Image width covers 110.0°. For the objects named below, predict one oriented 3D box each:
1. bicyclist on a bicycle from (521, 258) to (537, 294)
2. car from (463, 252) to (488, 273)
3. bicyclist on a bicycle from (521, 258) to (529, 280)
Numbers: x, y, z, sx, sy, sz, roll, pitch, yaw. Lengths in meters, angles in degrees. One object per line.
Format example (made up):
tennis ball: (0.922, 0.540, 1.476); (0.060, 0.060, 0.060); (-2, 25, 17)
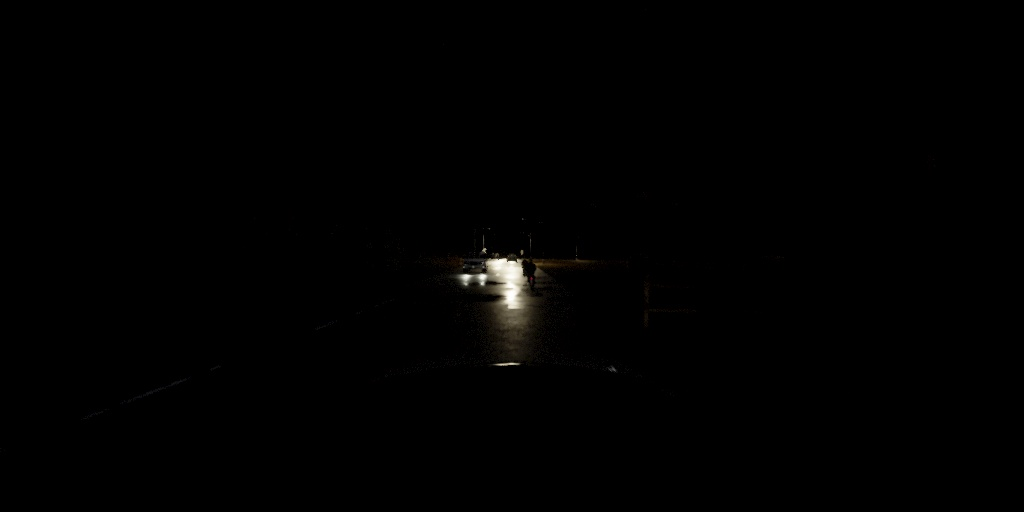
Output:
bicyclist on a bicycle: (0.968, 1.007, 18.461); (0.659, 1.776, 1.843); (0, 1, 0)
car: (-3.585, 0.603, 36.106); (2.150, 2.045, 5.566); (0, 1, 0)
bicyclist on a bicycle: (0.970, 0.968, 27.204); (0.582, 1.620, 1.656); (0, 0, 0)
